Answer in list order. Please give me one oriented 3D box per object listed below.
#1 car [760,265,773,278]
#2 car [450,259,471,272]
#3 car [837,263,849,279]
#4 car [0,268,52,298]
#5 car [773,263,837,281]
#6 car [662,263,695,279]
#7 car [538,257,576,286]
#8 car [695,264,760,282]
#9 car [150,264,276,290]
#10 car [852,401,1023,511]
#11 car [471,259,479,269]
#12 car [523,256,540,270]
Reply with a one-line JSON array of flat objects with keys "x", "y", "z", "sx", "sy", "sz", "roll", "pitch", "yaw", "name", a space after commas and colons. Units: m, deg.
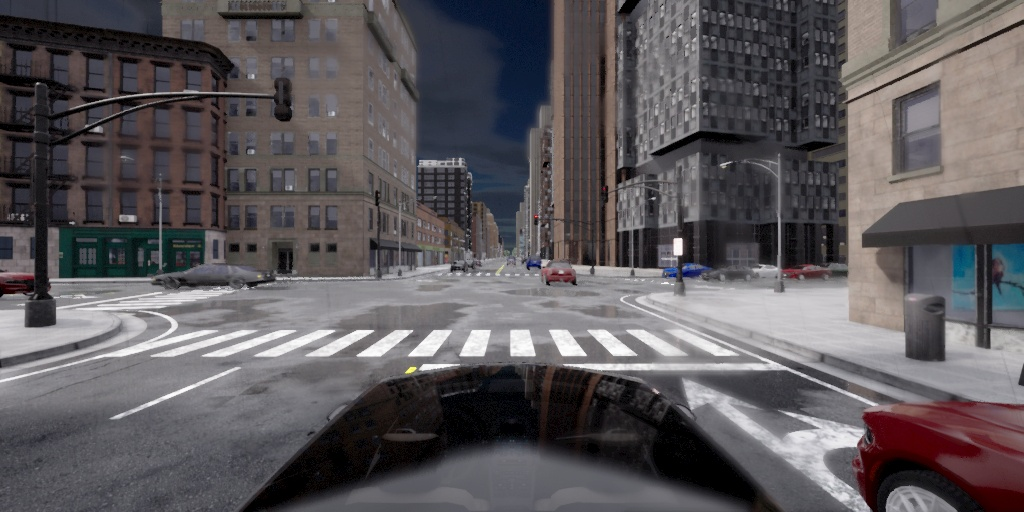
[{"x": 25.995, "y": 1.638, "z": 37.400, "sx": 4.674, "sy": 1.442, "sz": 1.812, "roll": 1, "pitch": 0, "yaw": -15, "name": "car"}, {"x": -6.658, "y": 1.263, "z": 45.641, "sx": 1.837, "sy": 1.490, "sz": 4.892, "roll": 0, "pitch": 0, "yaw": -1, "name": "car"}, {"x": 35.004, "y": 1.570, "z": 39.686, "sx": 4.553, "sy": 1.767, "sz": 2.097, "roll": 1, "pitch": 0, "yaw": -13, "name": "car"}, {"x": -22.335, "y": 0.962, "z": 14.471, "sx": 5.008, "sy": 1.535, "sz": 1.882, "roll": 1, "pitch": 0, "yaw": -17, "name": "car"}, {"x": 28.317, "y": 1.592, "z": 34.659, "sx": 5.008, "sy": 1.535, "sz": 1.882, "roll": 1, "pitch": 0, "yaw": -15, "name": "car"}, {"x": 17.014, "y": 1.486, "z": 34.826, "sx": 5.008, "sy": 1.535, "sz": 1.882, "roll": 1, "pitch": 0, "yaw": -16, "name": "car"}, {"x": 3.316, "y": 1.134, "z": 26.177, "sx": 2.097, "sy": 1.767, "sz": 4.553, "roll": 1, "pitch": 0, "yaw": 0, "name": "car"}, {"x": 19.267, "y": 1.513, "z": 32.084, "sx": 4.892, "sy": 1.490, "sz": 1.837, "roll": 1, "pitch": 0, "yaw": -17, "name": "car"}, {"x": -16.411, "y": 1.128, "z": 19.995, "sx": 5.357, "sy": 1.411, "sz": 2.033, "roll": 1, "pitch": -1, "yaw": -12, "name": "car"}, {"x": 3.353, "y": 1.228, "z": 0.450, "sx": 1.882, "sy": 1.535, "sz": 5.008, "roll": 0, "pitch": 0, "yaw": 0, "name": "car"}, {"x": -6.662, "y": 1.265, "z": 55.455, "sx": 1.837, "sy": 1.490, "sz": 4.892, "roll": 0, "pitch": 0, "yaw": 0, "name": "car"}, {"x": 3.239, "y": 0.981, "z": 53.488, "sx": 2.150, "sy": 2.045, "sz": 5.566, "roll": 0, "pitch": 0, "yaw": 0, "name": "car"}]
